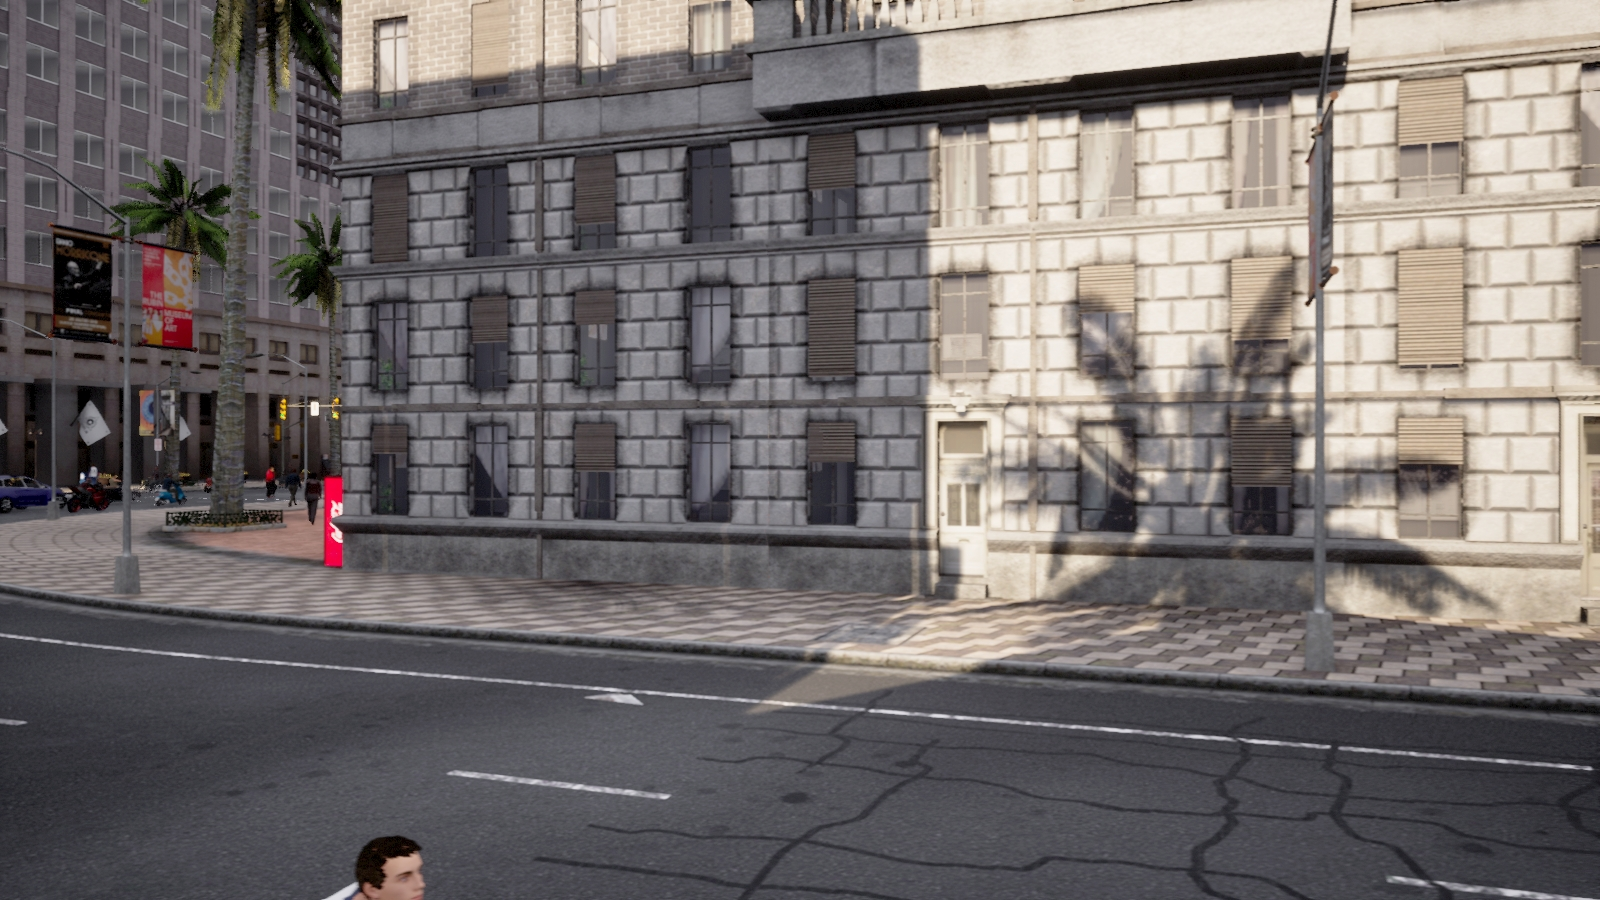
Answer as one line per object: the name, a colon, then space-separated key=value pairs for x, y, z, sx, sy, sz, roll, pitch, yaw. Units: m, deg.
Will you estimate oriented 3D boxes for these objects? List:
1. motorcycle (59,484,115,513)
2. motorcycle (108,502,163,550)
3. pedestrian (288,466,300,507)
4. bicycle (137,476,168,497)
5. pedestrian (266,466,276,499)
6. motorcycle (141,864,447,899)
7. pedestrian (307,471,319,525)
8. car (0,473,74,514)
motorcycle: x=-32.188 y=2.174 z=51.642 sx=0.867 sy=1.251 sz=2.209 roll=0 pitch=0 yaw=11
motorcycle: x=-19.071 y=2.163 z=32.822 sx=0.856 sy=1.236 sz=1.805 roll=0 pitch=0 yaw=-13
pedestrian: x=-23.034 y=1.671 z=51.977 sx=0.375 sy=1.860 sz=0.375 roll=0 pitch=0 yaw=-2
bicycle: x=-38.393 y=2.172 z=67.720 sx=0.329 sy=1.171 sz=1.835 roll=0 pitch=0 yaw=20
pedestrian: x=-30.031 y=1.816 z=64.870 sx=0.375 sy=1.860 sz=0.375 roll=0 pitch=0 yaw=11
motorcycle: x=-1.446 y=2.211 z=3.790 sx=2.033 sy=1.145 sz=0.803 roll=0 pitch=0 yaw=20
pedestrian: x=-17.036 y=1.677 z=39.944 sx=0.375 sy=1.860 sz=0.375 roll=0 pitch=0 yaw=-24
car: x=-35.665 y=1.934 z=51.750 sx=2.242 sy=1.667 sz=4.611 roll=0 pitch=0 yaw=9
